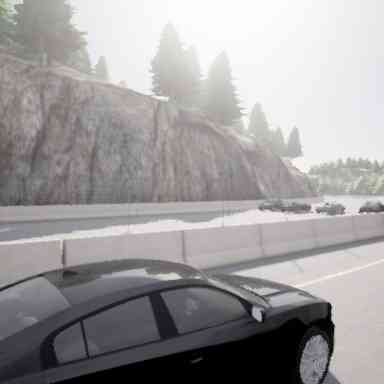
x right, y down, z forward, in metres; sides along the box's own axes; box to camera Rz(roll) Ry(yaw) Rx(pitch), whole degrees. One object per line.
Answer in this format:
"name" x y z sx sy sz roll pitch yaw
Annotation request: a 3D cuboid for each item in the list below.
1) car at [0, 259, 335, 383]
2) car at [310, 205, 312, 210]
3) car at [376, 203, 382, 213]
"car" -0.456 1.488 3.545 5.008 1.535 1.882 0 0 -36
"car" 11.886 1.730 37.999 1.895 1.301 4.718 0 0 43
"car" 19.711 1.698 36.202 1.994 1.385 4.181 0 0 42
